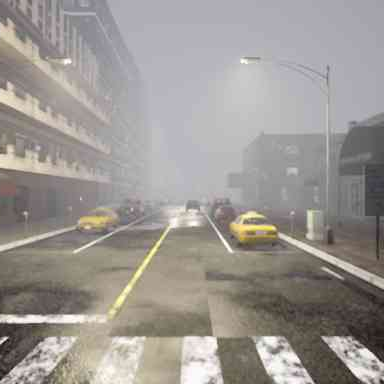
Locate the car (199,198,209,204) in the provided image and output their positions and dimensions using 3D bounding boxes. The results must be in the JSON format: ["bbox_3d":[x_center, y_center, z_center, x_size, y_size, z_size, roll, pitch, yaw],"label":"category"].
[{"bbox_3d":[2.715,1.981,76.046,2.008,1.369,4.403,0,0,0],"label":"car"}]

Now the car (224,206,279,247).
[{"bbox_3d":[2.697,1.584,15.286,1.752,1.417,4.829,0,0,0],"label":"car"}]

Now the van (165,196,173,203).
[{"bbox_3d":[-5.664,1.821,81.590,1.690,1.788,3.998,0,0,0],"label":"van"}]

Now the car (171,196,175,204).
[{"bbox_3d":[-5.665,1.756,76.050,2.192,1.841,5.009,0,0,0],"label":"car"}]

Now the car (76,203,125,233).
[{"bbox_3d":[-5.683,1.622,20.486,1.752,1.417,4.829,0,0,0],"label":"car"}]

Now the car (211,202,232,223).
[{"bbox_3d":[2.700,1.700,26.194,1.802,1.307,4.206,0,0,0],"label":"car"}]

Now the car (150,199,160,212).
[{"bbox_3d":[-5.676,1.776,42.813,2.008,1.369,4.403,0,0,0],"label":"car"}]

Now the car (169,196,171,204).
[{"bbox_3d":[-5.669,1.807,64.970,1.967,1.590,4.097,0,0,0],"label":"car"}]

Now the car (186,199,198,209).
[{"bbox_3d":[0.058,1.804,52.374,1.812,1.442,4.674,0,0,0],"label":"car"}]

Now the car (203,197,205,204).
[{"bbox_3d":[2.707,1.800,48.350,2.008,1.369,4.403,0,0,0],"label":"car"}]

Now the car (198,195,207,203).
[{"bbox_3d":[2.719,1.825,87.125,2.192,1.841,5.009,0,0,0],"label":"car"}]

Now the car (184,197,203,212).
[{"bbox_3d":[0.112,1.719,42.065,1.837,1.490,4.892,0,0,0],"label":"car"}]

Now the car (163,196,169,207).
[{"bbox_3d":[-5.671,1.875,59.431,1.887,1.381,4.507,0,0,0],"label":"car"}]

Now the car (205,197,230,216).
[{"bbox_3d":[2.702,1.464,31.734,2.192,1.841,5.009,0,0,0],"label":"car"}]

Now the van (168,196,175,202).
[{"bbox_3d":[-5.660,1.902,92.667,1.690,1.788,3.998,0,0,0],"label":"van"}]

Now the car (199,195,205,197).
[{"bbox_3d":[2.713,1.919,70.677,1.752,1.417,4.829,0,0,0],"label":"car"}]

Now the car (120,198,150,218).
[{"bbox_3d":[-5.678,1.475,31.736,2.192,1.841,5.009,0,0,0],"label":"car"}]

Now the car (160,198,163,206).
[{"bbox_3d":[-5.674,1.784,48.182,1.752,1.417,4.829,0,0,0],"label":"car"}]
